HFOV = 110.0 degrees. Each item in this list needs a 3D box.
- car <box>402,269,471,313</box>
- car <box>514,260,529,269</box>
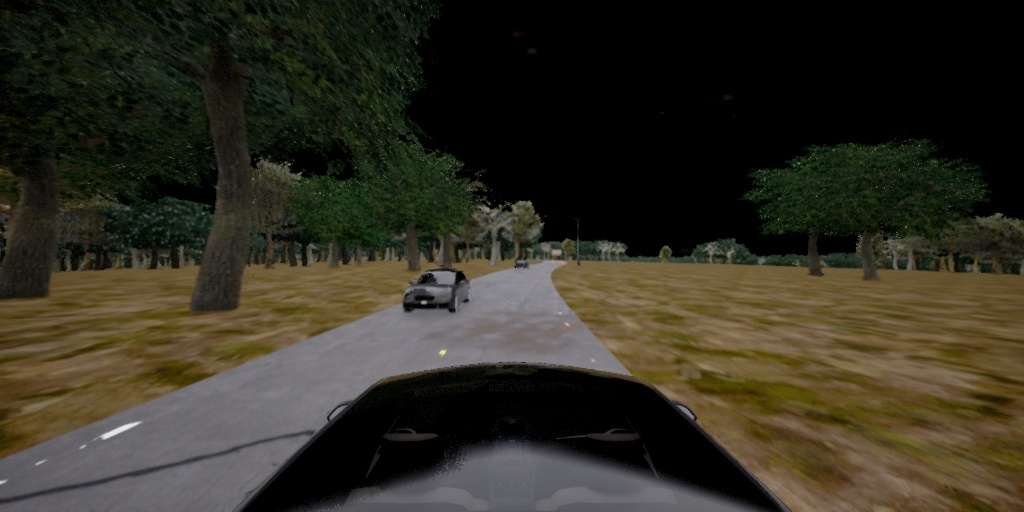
[{"bbox_3d":[-2.794,1.281,14.199,1.837,1.490,4.892,0,0,2],"label":"car"},{"bbox_3d":[1.583,1.337,56.619,2.033,1.411,5.357,0,0,10],"label":"car"}]
